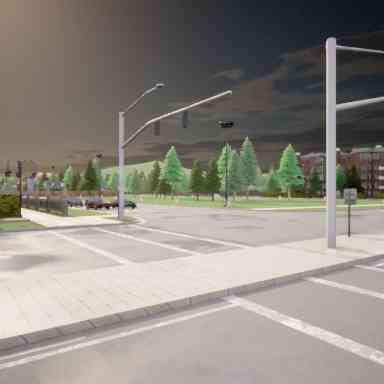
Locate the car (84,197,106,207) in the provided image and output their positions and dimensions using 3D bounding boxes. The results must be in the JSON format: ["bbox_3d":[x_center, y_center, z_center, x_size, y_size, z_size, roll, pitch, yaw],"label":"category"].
[{"bbox_3d":[-15.648,1.506,53.574,1.837,1.490,4.892,0,0,-36],"label":"car"}]

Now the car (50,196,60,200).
[{"bbox_3d":[-24.757,1.504,60.225,1.837,1.490,4.892,0,0,-35],"label":"car"}]

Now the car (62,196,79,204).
[{"bbox_3d":[-23.682,1.477,64.772,1.882,1.535,5.008,0,0,-36],"label":"car"}]

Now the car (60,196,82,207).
[{"bbox_3d":[-18.299,1.505,51.261,1.837,1.490,4.892,0,0,-36],"label":"car"}]

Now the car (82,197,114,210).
[{"bbox_3d":[-12.154,1.601,42.802,1.895,1.301,4.718,0,0,-36],"label":"car"}]

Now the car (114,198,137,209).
[{"bbox_3d":[-9.367,1.547,44.912,2.033,1.411,5.357,0,0,-36],"label":"car"}]
